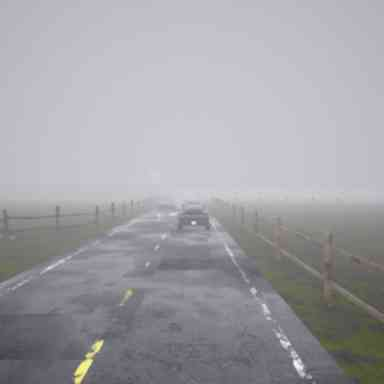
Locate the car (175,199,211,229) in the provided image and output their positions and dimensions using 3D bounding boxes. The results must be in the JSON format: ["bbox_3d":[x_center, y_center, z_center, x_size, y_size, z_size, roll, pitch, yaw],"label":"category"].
[{"bbox_3d":[0.101,1.412,20.651,1.837,1.490,4.892,0,0,0],"label":"car"}]

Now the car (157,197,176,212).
[{"bbox_3d":[-2.749,1.307,37.082,1.882,1.535,5.008,0,0,0],"label":"car"}]

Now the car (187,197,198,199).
[{"bbox_3d":[0.102,1.346,39.033,1.812,1.442,4.674,0,0,0],"label":"car"}]
